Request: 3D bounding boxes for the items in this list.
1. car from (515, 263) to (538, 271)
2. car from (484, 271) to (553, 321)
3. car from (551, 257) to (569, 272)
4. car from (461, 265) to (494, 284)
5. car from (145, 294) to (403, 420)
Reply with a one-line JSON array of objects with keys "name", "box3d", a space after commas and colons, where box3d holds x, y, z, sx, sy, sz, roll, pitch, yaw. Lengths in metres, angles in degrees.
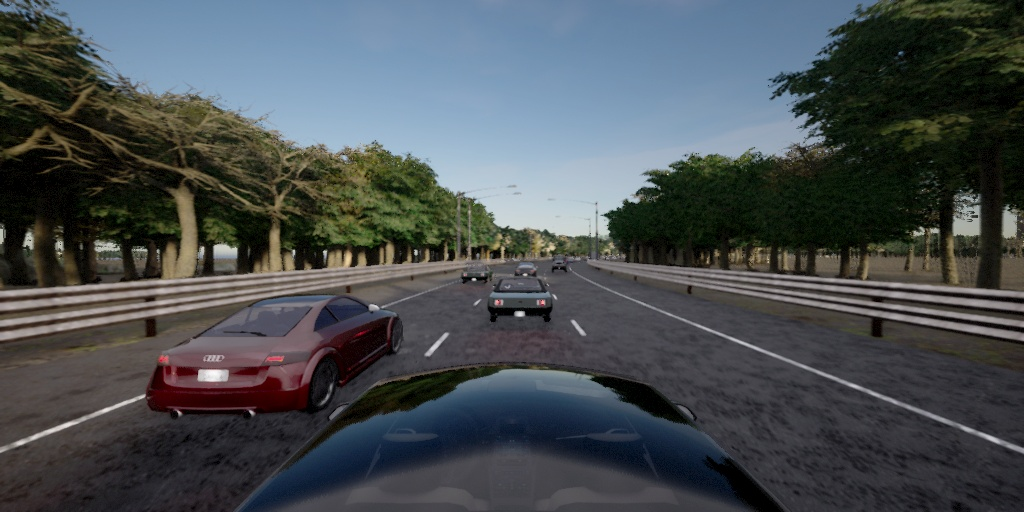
[{"name": "car", "box3d": [1.180, 1.284, 30.088, 1.812, 1.442, 4.674, 0, 0, 4]}, {"name": "car", "box3d": [0.291, 1.355, 12.413, 1.895, 1.301, 4.718, 0, 0, 2]}, {"name": "car", "box3d": [6.135, 1.239, 46.742, 1.837, 1.490, 4.892, 0, 0, 7]}, {"name": "car", "box3d": [-2.511, 1.355, 27.334, 1.895, 1.301, 4.718, 0, 0, 4]}, {"name": "car", "box3d": [-3.330, 1.312, 6.030, 1.994, 1.385, 4.181, 0, 0, 1]}]
